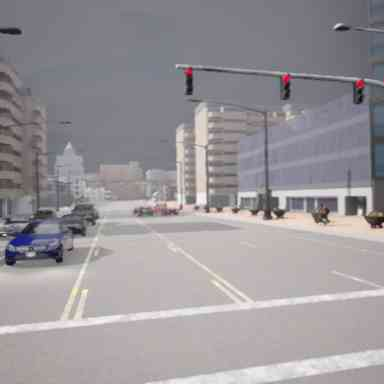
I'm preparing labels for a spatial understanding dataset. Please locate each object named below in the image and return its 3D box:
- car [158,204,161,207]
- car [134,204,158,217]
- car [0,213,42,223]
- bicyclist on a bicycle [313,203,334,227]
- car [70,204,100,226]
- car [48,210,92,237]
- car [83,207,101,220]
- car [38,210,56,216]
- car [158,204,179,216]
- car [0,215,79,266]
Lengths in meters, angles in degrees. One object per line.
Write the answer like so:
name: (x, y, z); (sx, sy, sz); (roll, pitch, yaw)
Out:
car: (-5.540, 2.825, 57.701); (2.097, 1.767, 4.553); (-1, -2, -14)
car: (-6.630, 2.721, 47.286); (2.128, 1.511, 4.902); (-1, -2, -14)
car: (-11.506, 2.284, 21.768); (1.895, 1.301, 4.718); (-1, -1, -13)
bicyclist on a bicycle: (8.867, 1.545, 22.458); (1.656, 1.620, 0.582); (-1, -1, -14)
car: (-10.419, 2.149, 32.239); (2.150, 2.045, 5.566); (-1, -2, -14)
car: (-7.949, 2.172, 21.952); (1.994, 1.385, 4.181); (-1, -1, -14)
car: (-13.048, 2.754, 43.458); (1.882, 1.535, 5.008); (-1, -2, -13)
car: (-13.891, 2.498, 31.737); (1.837, 1.490, 4.892); (-1, -2, -13)
car: (-3.230, 2.775, 48.124); (1.895, 1.301, 4.718); (-1, -2, -14)
car: (-5.923, 1.895, 13.433); (1.812, 1.442, 4.674); (-1, -1, -13)
